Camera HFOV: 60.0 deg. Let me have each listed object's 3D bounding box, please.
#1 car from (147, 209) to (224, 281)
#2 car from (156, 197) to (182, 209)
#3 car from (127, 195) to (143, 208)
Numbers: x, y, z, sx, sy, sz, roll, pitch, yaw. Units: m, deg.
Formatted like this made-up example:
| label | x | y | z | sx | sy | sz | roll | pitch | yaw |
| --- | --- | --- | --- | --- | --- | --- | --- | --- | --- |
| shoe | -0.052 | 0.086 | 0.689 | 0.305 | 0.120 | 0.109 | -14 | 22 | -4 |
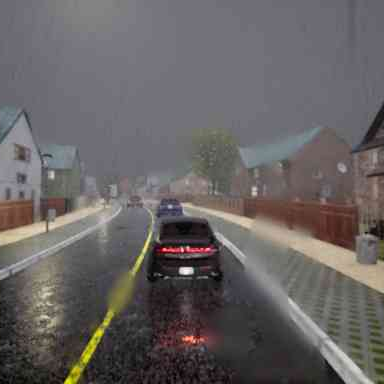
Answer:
| label | x | y | z | sx | sy | sz | roll | pitch | yaw |
| --- | --- | --- | --- | --- | --- | --- | --- | --- | --- |
| car | -0.226 | 1.454 | 9.645 | 1.837 | 1.490 | 4.892 | 0 | 0 | -2 |
| car | -2.037 | 1.250 | 29.092 | 2.097 | 1.767 | 4.553 | 0 | 0 | -8 |
| car | -7.937 | 1.248 | 46.247 | 2.097 | 1.767 | 4.553 | 0 | 0 | -12 |
